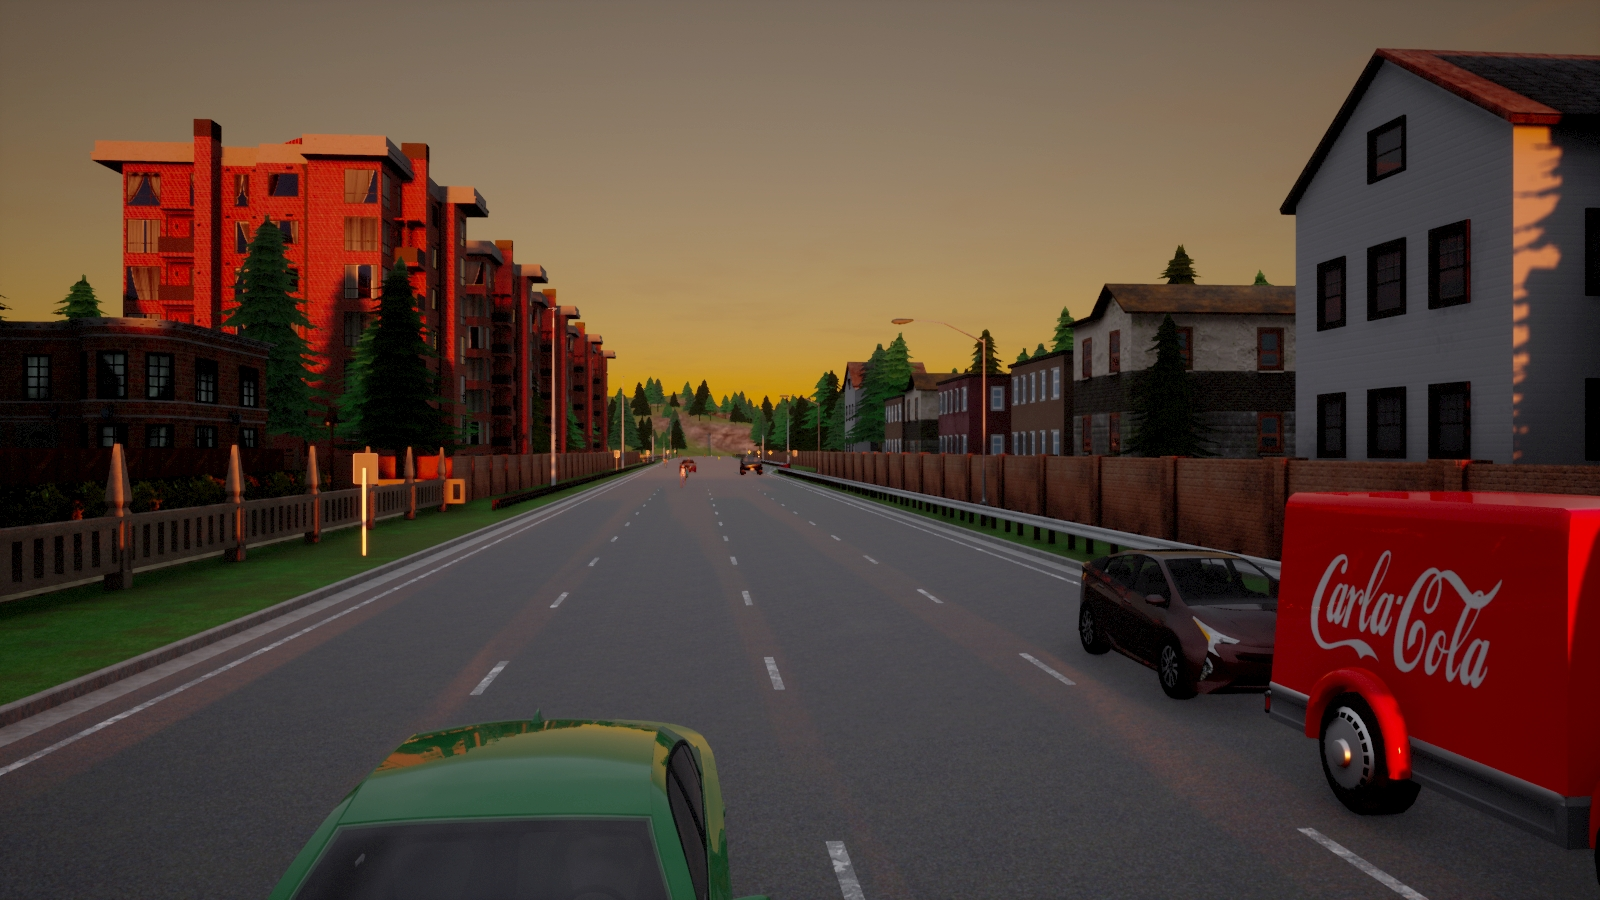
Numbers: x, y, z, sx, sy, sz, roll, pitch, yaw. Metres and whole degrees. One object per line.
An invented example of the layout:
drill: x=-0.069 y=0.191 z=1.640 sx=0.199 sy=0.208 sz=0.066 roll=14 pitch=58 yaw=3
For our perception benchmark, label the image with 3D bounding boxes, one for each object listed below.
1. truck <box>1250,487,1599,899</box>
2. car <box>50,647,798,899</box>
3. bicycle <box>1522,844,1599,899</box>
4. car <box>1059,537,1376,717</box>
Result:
truck: x=5.566 y=1.568 z=7.740 sx=2.627 sy=2.467 sz=5.204 roll=0 pitch=0 yaw=-5
car: x=-1.202 y=2.034 z=4.748 sx=2.097 sy=1.535 sz=5.006 roll=0 pitch=0 yaw=-5
bicycle: x=2.623 y=2.056 z=2.959 sx=0.373 sy=1.496 sz=1.643 roll=0 pitch=0 yaw=-4
car: x=4.945 y=2.040 z=14.354 sx=2.007 sy=1.525 sz=4.514 roll=0 pitch=0 yaw=-5
